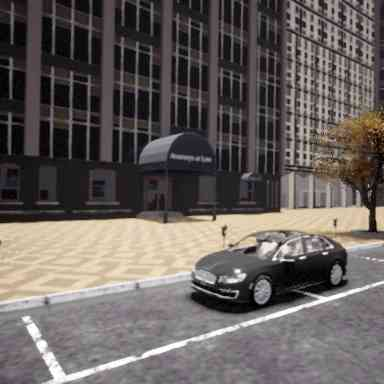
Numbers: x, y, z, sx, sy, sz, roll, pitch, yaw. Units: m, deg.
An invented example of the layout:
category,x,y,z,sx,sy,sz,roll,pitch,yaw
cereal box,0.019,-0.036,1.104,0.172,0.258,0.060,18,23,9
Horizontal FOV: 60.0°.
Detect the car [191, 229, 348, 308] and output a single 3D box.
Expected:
category,x,y,z,sx,sy,sz,roll,pitch,yaw
car,2.013,1.619,7.984,4.403,1.369,2.008,1,0,-35
